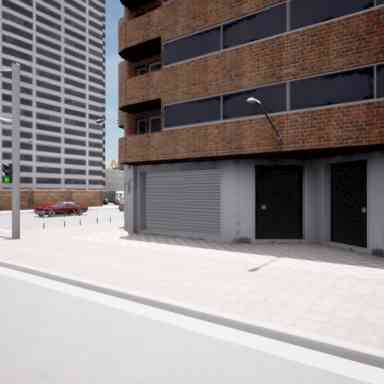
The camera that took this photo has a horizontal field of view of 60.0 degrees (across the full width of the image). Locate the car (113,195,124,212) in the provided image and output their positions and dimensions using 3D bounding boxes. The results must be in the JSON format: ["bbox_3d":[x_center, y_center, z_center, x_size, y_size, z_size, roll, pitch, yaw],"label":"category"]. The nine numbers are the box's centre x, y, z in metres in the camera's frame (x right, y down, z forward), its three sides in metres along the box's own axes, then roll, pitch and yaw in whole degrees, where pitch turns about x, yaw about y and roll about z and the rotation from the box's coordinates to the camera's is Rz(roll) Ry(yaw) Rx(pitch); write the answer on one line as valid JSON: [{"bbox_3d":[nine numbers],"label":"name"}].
[{"bbox_3d":[-6.421,1.477,39.057,1.882,1.535,5.008,0,0,35],"label":"car"}]

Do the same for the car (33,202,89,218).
[{"bbox_3d":[-12.135,1.601,30.952,1.895,1.301,4.718,0,0,35],"label":"car"}]
